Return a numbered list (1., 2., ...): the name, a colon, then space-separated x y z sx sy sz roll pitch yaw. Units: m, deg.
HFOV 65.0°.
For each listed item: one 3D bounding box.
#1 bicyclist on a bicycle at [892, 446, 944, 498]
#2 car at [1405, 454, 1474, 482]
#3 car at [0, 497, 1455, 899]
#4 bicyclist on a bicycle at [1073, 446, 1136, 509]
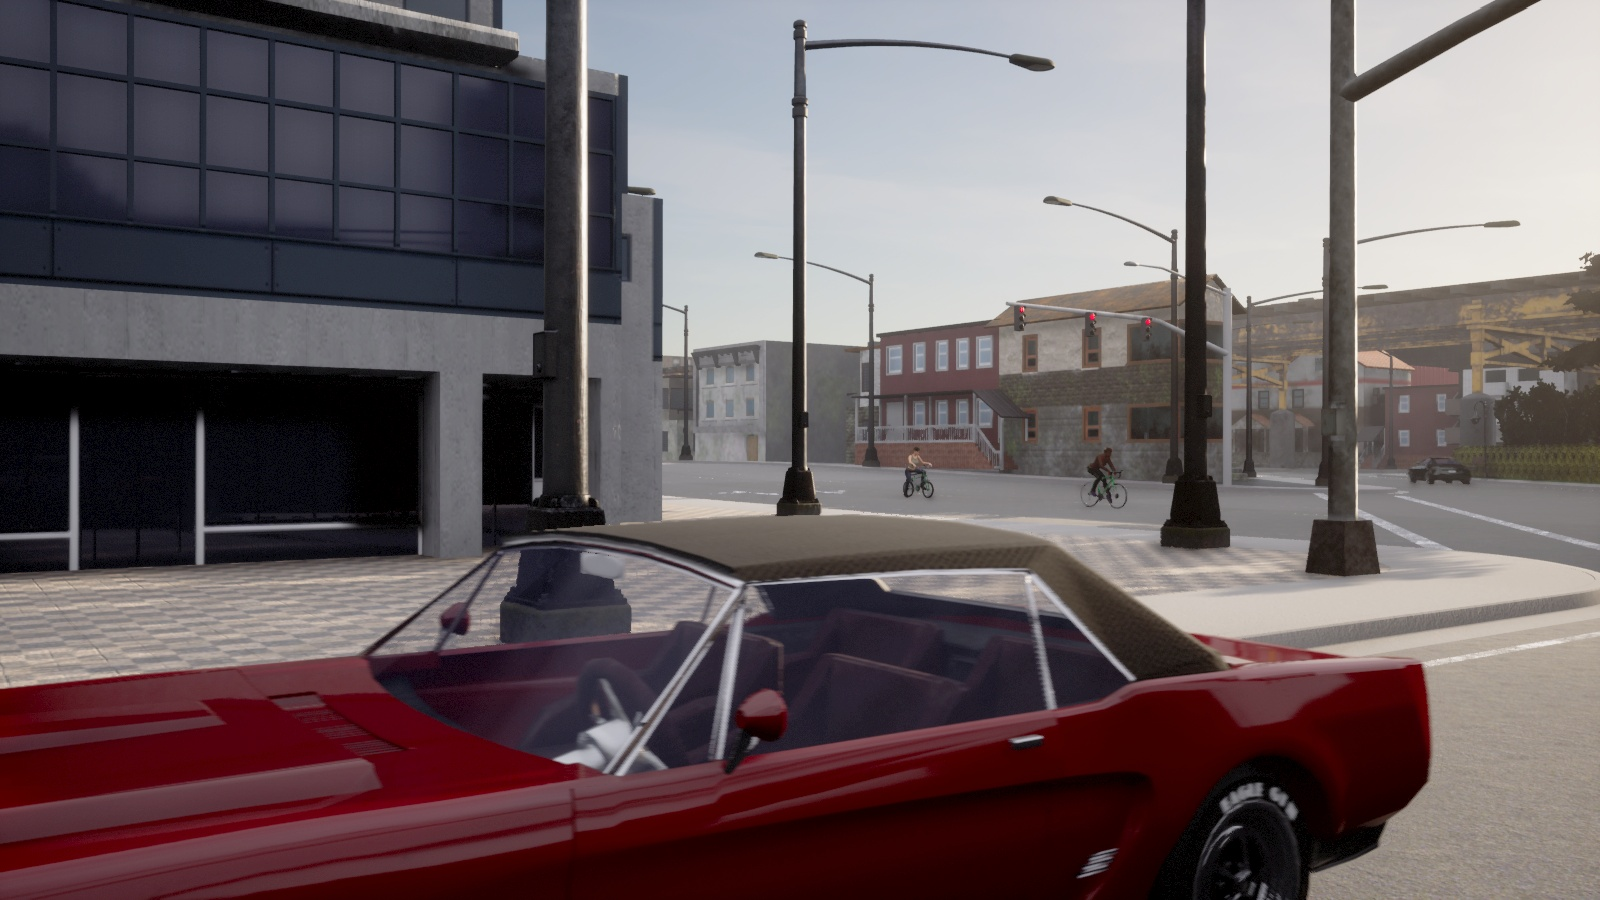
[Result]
1. bicyclist on a bicycle: 3.736 0.686 39.698 0.866 1.612 1.509 0 0 -35
2. car: 32.520 0.896 64.004 1.994 1.385 4.181 0 0 10
3. car: -0.435 0.854 3.354 4.718 1.301 1.895 0 0 -35
4. bicyclist on a bicycle: 8.110 0.716 33.533 0.582 1.620 1.656 0 1 -34
